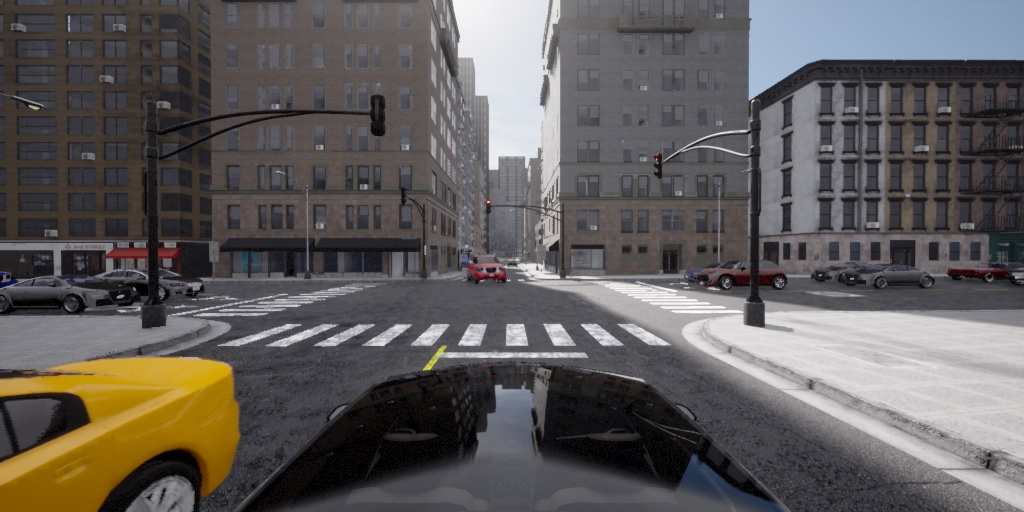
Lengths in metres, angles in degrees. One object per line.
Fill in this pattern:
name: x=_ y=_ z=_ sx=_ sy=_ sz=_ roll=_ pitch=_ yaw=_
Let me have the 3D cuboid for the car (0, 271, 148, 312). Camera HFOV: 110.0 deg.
car: x=-17.525 y=1.441 z=14.215 sx=4.181 sy=1.385 sz=1.994 roll=0 pitch=1 yaw=0

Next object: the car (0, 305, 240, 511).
car: x=-3.101 y=1.228 z=0.738 sx=1.882 sy=1.535 sz=5.008 roll=0 pitch=0 yaw=0

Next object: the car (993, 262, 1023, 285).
car: x=32.389 y=1.002 z=21.156 sx=4.902 sy=1.511 sz=2.128 roll=0 pitch=1 yaw=0

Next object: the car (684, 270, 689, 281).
car: x=14.176 y=1.127 z=24.324 sx=4.674 sy=1.442 sz=1.812 roll=0 pitch=1 yaw=0

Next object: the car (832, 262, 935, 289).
car: x=21.992 y=1.148 z=21.115 sx=4.181 sy=1.385 sz=1.994 roll=0 pitch=1 yaw=-1

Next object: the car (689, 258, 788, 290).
car: x=13.349 y=0.994 z=21.048 sx=4.553 sy=1.767 sz=2.097 roll=0 pitch=1 yaw=-1

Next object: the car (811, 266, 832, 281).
car: x=22.923 y=1.106 z=24.375 sx=4.181 sy=1.385 sz=1.994 roll=0 pitch=1 yaw=-1

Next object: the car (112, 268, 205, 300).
car: x=-17.794 y=1.335 z=17.474 sx=4.902 sy=1.511 sz=2.128 roll=0 pitch=1 yaw=1

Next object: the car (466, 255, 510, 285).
car: x=-2.026 y=0.914 z=26.120 sx=2.150 sy=2.045 sz=5.566 roll=-1 pitch=0 yaw=-14

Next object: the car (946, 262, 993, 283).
car: x=32.843 y=1.073 z=24.408 sx=4.718 sy=1.301 sz=1.895 roll=0 pitch=1 yaw=0
